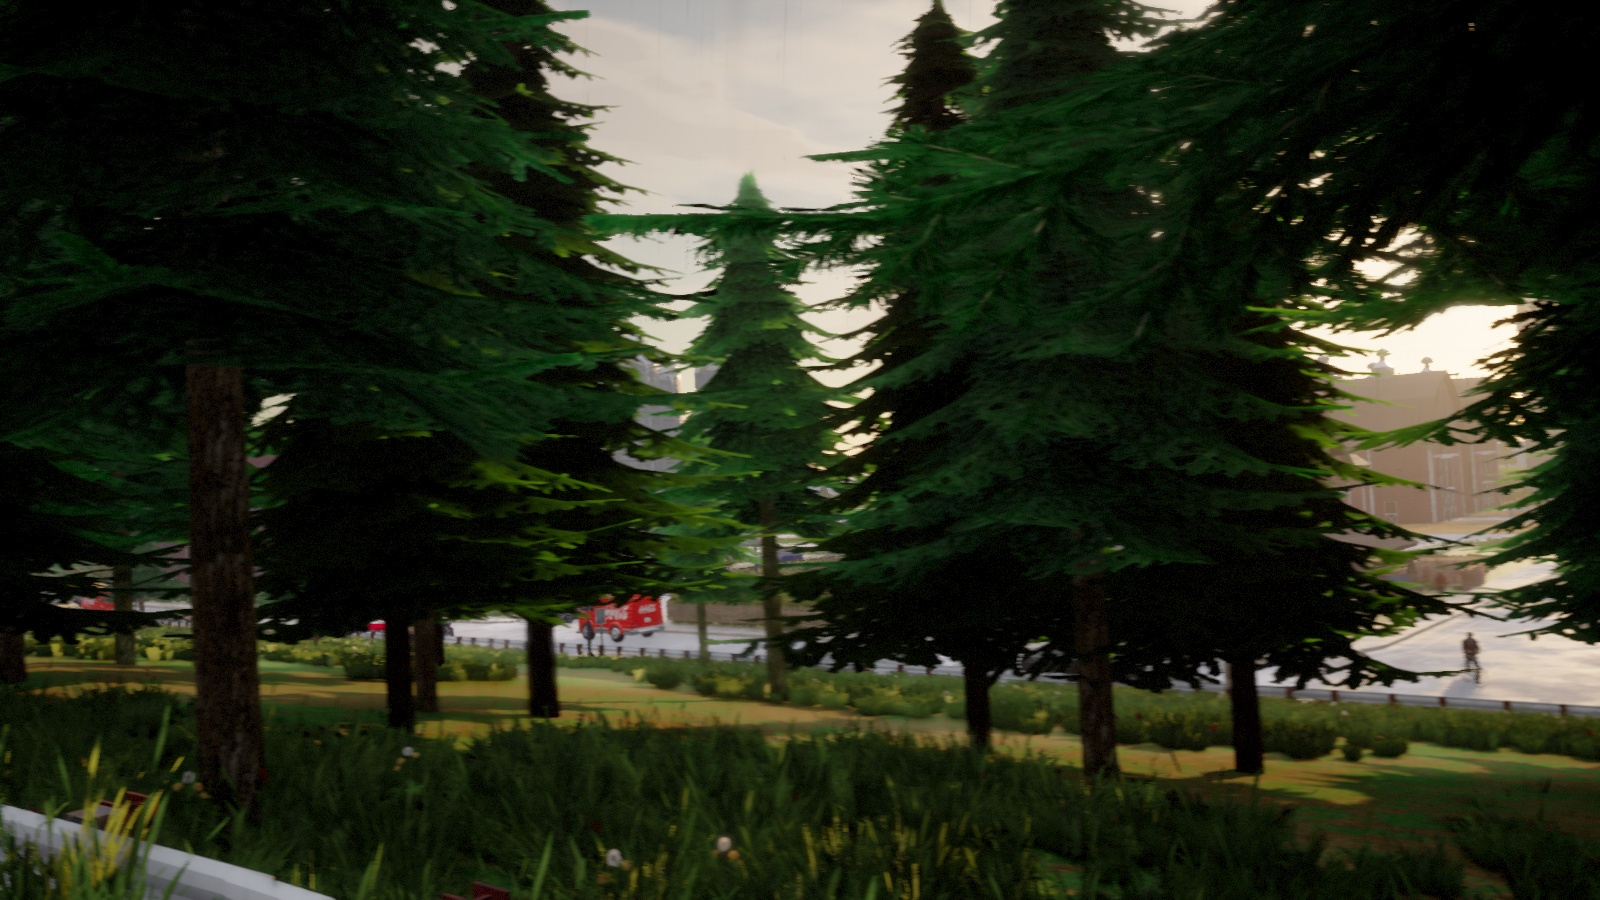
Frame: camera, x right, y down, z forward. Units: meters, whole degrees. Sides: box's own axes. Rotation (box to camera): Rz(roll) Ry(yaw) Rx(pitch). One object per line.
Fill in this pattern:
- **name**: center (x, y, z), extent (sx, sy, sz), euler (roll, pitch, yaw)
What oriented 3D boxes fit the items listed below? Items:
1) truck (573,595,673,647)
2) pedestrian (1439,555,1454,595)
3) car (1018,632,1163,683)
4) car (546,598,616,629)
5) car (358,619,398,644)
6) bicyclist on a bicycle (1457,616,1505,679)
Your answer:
- **truck**: center (-9.889, 9.437, 69.892), extent (5.204, 2.467, 2.627), euler (-6, -2, 41)
- **pedestrian**: center (31.109, 6.031, 60.421), extent (0.331, 1.846, 0.636), euler (-6, -2, 43)
- **car**: center (10.782, 7.704, 46.922), extent (4.892, 1.490, 1.837), euler (-6, -2, 41)
- **car**: center (-14.155, 10.588, 81.424), extent (1.816, 1.474, 4.193), euler (-6, -2, 40)
- **car**: center (-27.047, 11.591, 80.444), extent (2.207, 1.376, 1.481), euler (-6, -2, 41)
- **bicyclist on a bicycle**: center (22.277, 6.460, 41.132), extent (0.659, 1.776, 1.843), euler (-3, -1, 7)
